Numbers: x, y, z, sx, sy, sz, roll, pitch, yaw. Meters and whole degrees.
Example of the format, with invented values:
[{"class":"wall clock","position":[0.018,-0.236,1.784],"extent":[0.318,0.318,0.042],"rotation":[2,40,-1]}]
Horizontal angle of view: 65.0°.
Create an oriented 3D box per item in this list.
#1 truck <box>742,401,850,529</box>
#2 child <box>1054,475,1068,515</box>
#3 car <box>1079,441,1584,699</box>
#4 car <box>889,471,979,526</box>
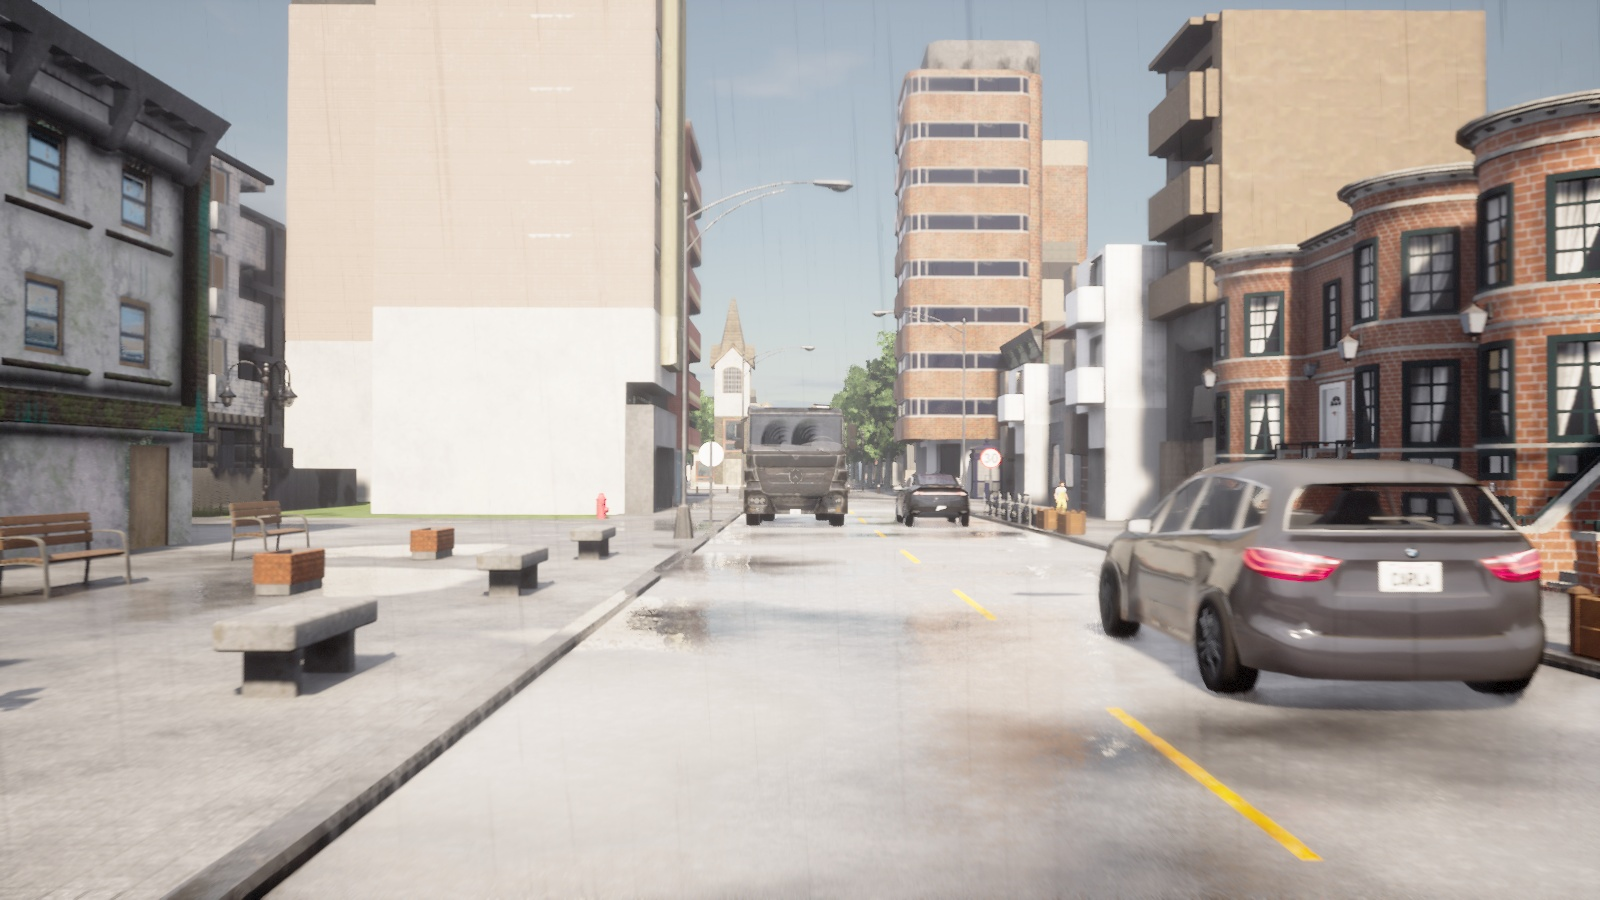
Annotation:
[{"class":"truck","position":[-0.128,0.468,37.925],"extent":[2.891,3.462,7.936],"rotation":[0,-1,0]},{"class":"child","position":[8.402,1.448,40.443],"extent":[0.270,1.263,0.437],"rotation":[0,-1,-13]},{"class":"car","position":[3.975,0.819,10.496],"extent":[2.242,1.667,4.611],"rotation":[0,-1,0]},{"class":"car","position":[3.879,1.378,37.221],"extent":[2.128,1.511,4.902],"rotation":[0,-1,0]}]
